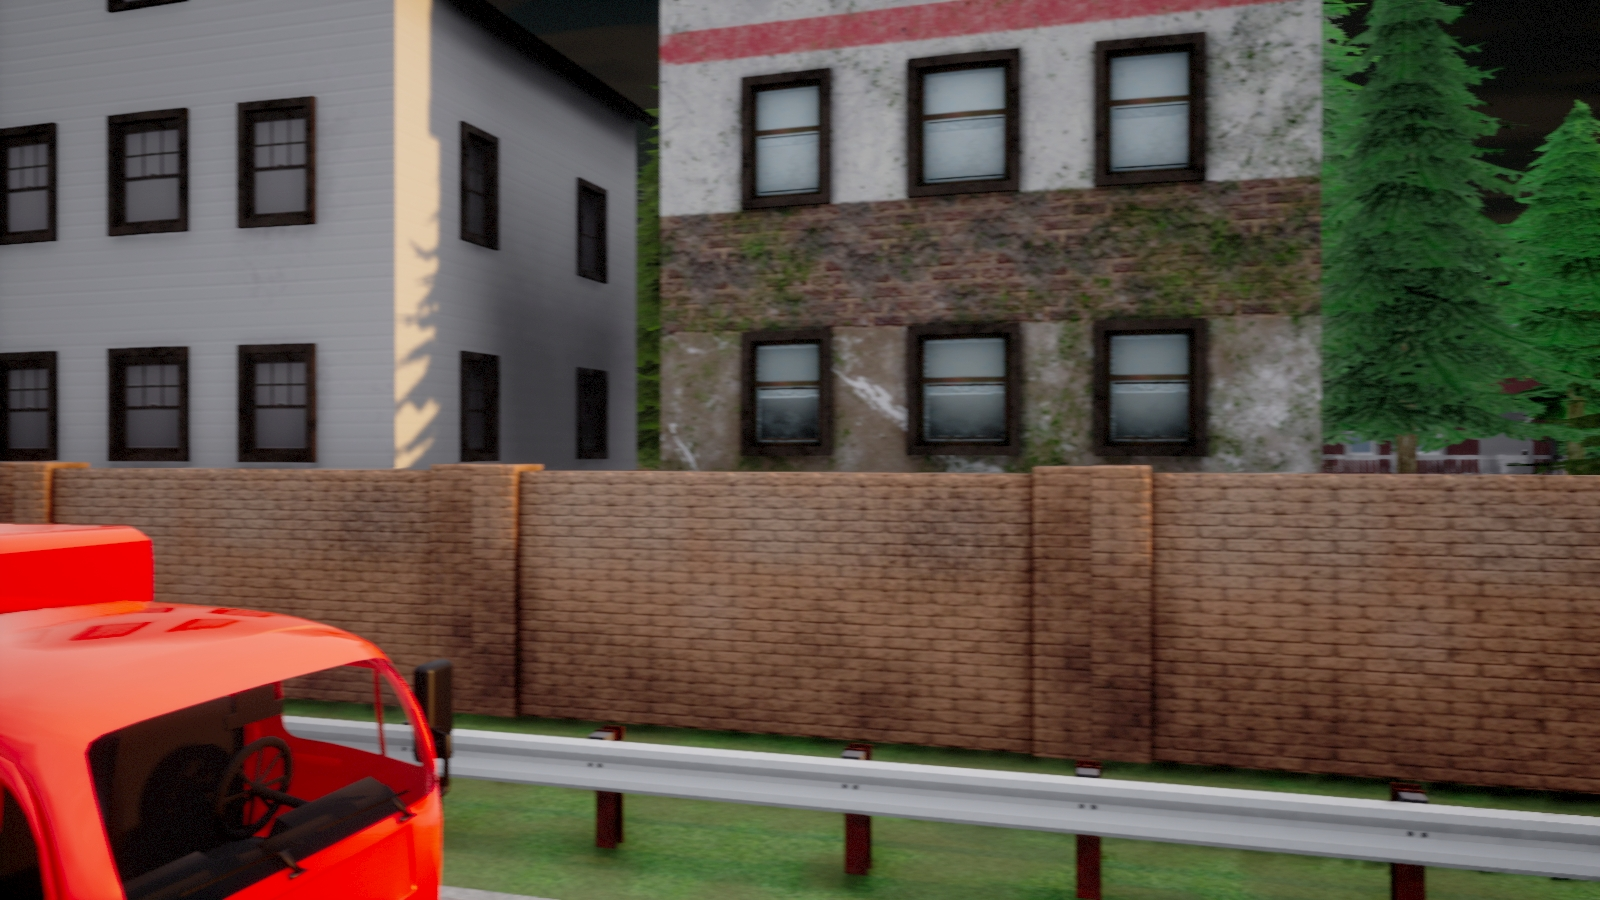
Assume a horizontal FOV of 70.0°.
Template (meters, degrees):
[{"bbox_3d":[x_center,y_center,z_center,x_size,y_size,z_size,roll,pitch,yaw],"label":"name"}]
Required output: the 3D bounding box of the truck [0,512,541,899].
[{"bbox_3d":[-3.996,1.556,4.429,5.204,2.467,2.627,0,0,16],"label":"truck"}]
